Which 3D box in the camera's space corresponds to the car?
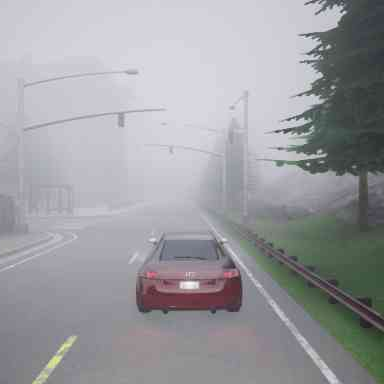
[{"bbox_3d":[-0.077,1.564,7.696,1.994,1.385,4.181,0,0,-1],"label":"car"}]
